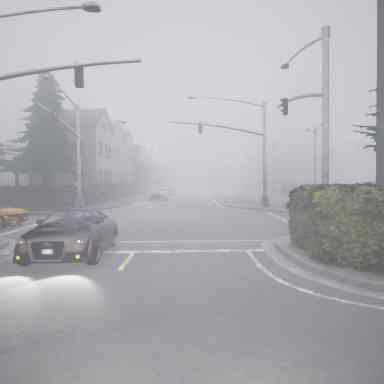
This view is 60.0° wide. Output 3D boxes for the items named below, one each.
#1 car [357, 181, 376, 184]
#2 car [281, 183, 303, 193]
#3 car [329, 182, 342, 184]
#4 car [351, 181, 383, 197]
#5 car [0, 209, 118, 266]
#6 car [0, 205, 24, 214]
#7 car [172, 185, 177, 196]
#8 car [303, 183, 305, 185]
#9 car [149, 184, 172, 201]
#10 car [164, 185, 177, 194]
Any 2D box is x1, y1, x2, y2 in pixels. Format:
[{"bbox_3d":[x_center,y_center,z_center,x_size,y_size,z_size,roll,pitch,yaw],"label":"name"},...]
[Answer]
[{"bbox_3d":[19.010,-0.176,34.213,1.905,1.878,3.866,-1,2,0],"label":"car"},{"bbox_3d":[15.261,-0.525,52.070,2.007,1.523,4.514,-1,2,0],"label":"car"},{"bbox_3d":[25.299,-1.034,59.485,2.152,1.636,5.027,-1,2,0],"label":"car"},{"bbox_3d":[22.254,-0.461,42.094,1.932,1.855,4.605,-1,2,0],"label":"car"},{"bbox_3d":[-3.527,1.216,9.987,1.994,1.385,4.181,-1,1,-1],"label":"car"},{"bbox_3d":[-11.217,1.134,17.386,5.008,1.535,1.882,-1,2,0],"label":"car"},{"bbox_3d":[-3.741,-0.305,47.780,2.097,1.767,4.553,-1,2,0],"label":"car"},{"bbox_3d":[18.884,-0.872,59.131,1.970,1.475,3.806,-1,2,0],"label":"car"},{"bbox_3d":[-3.721,0.163,37.762,1.882,1.535,5.008,-1,2,0],"label":"car"},{"bbox_3d":[-3.729,-0.508,58.164,1.837,1.490,4.892,-1,2,0],"label":"car"}]
